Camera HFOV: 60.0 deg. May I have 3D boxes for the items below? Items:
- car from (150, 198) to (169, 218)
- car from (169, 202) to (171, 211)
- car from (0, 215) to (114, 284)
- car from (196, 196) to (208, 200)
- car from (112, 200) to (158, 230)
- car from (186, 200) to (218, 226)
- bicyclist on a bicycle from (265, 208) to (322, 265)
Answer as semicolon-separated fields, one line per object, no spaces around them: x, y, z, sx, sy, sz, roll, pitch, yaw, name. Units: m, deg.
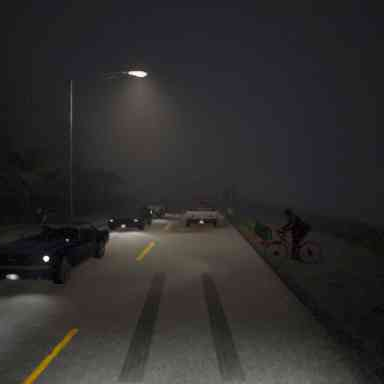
-3.292;1.354;27.678;1.812;1.442;4.674;0;0;2;car
-3.189;1.331;33.427;2.033;1.411;5.357;0;0;2;car
-3.882;1.537;9.502;1.895;1.301;4.718;0;0;2;car
1.365;1.241;47.835;2.033;1.411;5.357;0;0;0;car
-3.589;1.415;20.328;2.033;1.411;5.357;0;0;1;car
0.654;1.460;21.976;1.895;1.301;4.718;0;0;2;car
2.897;1.289;9.504;1.656;1.620;0.582;0;0;2;bicyclist on a bicycle
